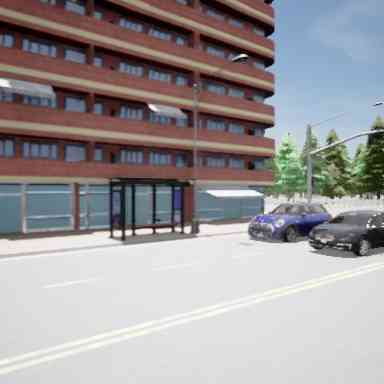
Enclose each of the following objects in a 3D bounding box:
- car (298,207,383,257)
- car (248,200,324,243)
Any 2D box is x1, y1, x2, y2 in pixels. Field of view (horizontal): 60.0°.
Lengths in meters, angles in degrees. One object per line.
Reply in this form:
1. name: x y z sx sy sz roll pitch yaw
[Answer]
1. car: 6.552 1.477 12.927 4.892 1.490 1.837 0 0 -35
2. car: 4.829 1.320 15.992 4.553 1.767 2.097 0 0 -35
